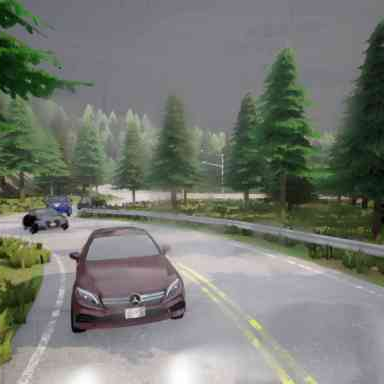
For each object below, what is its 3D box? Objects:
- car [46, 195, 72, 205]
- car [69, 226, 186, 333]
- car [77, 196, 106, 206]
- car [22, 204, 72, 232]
[{"bbox_3d":[-12.901,1.326,32.238,2.150,2.045,5.566,-1,0,-18],"label":"car"},{"bbox_3d":[-1.530,1.523,7.111,1.812,1.442,4.674,-2,0,-17],"label":"car"},{"bbox_3d":[-12.770,1.289,42.831,2.097,1.767,4.553,2,2,13],"label":"car"},{"bbox_3d":[-9.156,1.701,20.602,1.994,1.385,4.181,-5,2,-37],"label":"car"}]
